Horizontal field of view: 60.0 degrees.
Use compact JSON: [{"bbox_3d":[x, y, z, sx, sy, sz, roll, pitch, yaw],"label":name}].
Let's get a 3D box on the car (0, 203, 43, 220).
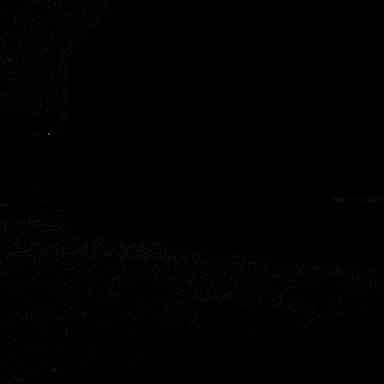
[{"bbox_3d":[-14.826,1.575,27.341,1.752,1.417,4.829,-1,-1,36],"label":"car"}]
